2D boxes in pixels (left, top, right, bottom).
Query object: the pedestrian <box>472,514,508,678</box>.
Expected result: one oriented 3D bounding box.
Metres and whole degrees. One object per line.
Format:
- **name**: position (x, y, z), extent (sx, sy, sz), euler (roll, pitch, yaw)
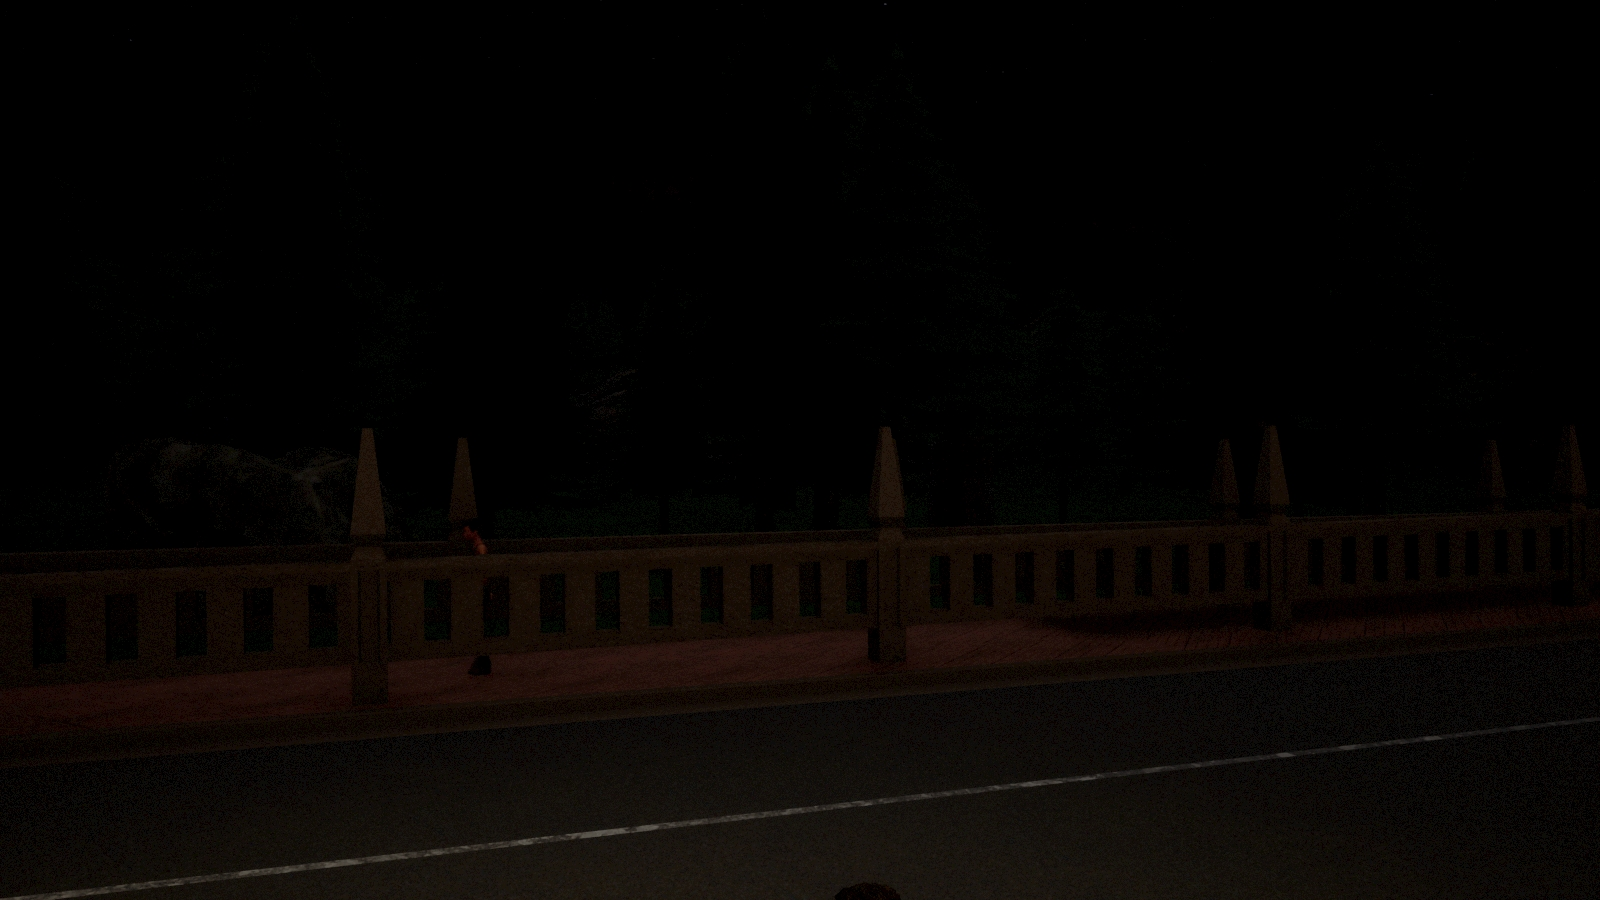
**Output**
- **pedestrian**: position (-3.629, 1.694, 13.373), extent (0.375, 1.860, 0.375), euler (0, 0, -20)
